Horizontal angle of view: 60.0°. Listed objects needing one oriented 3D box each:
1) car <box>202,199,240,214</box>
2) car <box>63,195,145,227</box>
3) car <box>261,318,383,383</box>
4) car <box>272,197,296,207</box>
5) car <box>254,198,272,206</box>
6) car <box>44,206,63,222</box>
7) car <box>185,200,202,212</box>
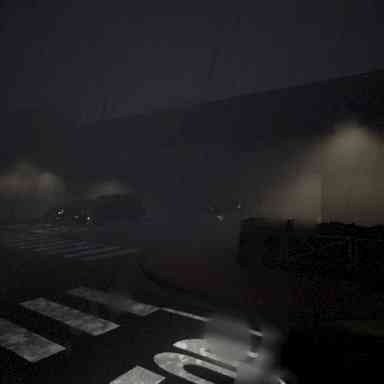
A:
[{"bbox_3d":[3.483,1.509,36.215,1.837,1.490,4.892,0,0,36],"label":"car"},{"bbox_3d":[-5.731,1.227,23.344,2.150,2.045,5.566,0,0,36],"label":"car"},{"bbox_3d":[2.729,1.525,2.044,4.674,1.442,1.812,0,0,36],"label":"car"},{"bbox_3d":[14.726,1.514,51.764,2.128,1.511,4.902,0,0,36],"label":"car"},{"bbox_3d":[11.880,1.622,53.801,2.033,1.411,5.357,0,0,36],"label":"car"},{"bbox_3d":[-8.729,1.359,25.170,2.097,1.767,4.553,0,0,36],"label":"car"},{"bbox_3d":[1.260,1.607,39.123,1.895,1.301,4.718,0,0,36],"label":"car"}]
